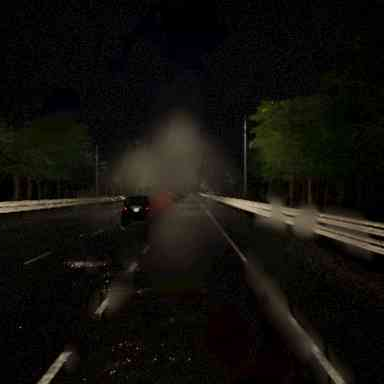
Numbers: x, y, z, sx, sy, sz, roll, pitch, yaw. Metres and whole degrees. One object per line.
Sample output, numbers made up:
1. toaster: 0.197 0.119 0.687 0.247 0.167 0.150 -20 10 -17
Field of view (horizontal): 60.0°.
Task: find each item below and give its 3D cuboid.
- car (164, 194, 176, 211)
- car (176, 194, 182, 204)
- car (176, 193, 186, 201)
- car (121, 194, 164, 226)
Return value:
1. car: -3.492 1.231 40.739 2.150 2.045 5.566 0 0 0
2. car: -3.484 1.555 66.664 1.812 1.442 4.674 0 0 0
3. car: -3.478 1.294 88.398 2.150 2.045 5.566 0 0 0
4. car: -3.495 1.225 23.586 2.150 2.045 5.566 0 0 0
